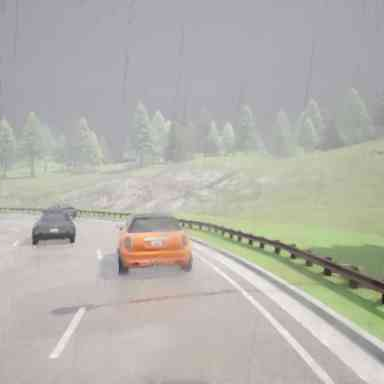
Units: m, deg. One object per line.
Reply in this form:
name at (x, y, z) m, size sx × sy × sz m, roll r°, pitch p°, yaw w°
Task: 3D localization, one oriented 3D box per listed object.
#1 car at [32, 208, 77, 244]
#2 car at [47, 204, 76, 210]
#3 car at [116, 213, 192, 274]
car at (-7.222, 1.774, 17.363) m, size 1.994 × 1.385 × 4.181 m, roll 0°, pitch -1°, yaw -23°
car at (-12.806, 1.874, 31.898) m, size 2.128 × 1.511 × 4.902 m, roll 1°, pitch -1°, yaw -44°
car at (-1.449, 1.473, 11.268) m, size 2.097 × 1.767 × 4.553 m, roll 0°, pitch -1°, yaw -13°
